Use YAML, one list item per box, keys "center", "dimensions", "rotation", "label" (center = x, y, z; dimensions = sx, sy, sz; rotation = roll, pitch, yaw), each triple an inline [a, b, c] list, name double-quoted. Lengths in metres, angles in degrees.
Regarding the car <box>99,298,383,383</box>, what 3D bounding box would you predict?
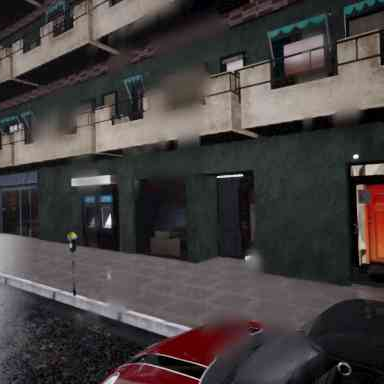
- center: [1.116, 1.441, 1.959]
  dimensions: [4.097, 1.590, 1.967]
  rotation: [0, -2, 36]
  label: "car"
